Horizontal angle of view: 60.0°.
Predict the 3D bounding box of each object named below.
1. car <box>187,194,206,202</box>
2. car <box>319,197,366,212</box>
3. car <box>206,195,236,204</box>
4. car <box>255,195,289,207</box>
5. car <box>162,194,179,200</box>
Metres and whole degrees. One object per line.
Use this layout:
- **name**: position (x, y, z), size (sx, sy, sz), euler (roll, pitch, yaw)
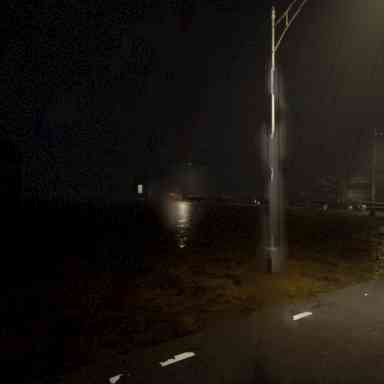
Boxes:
- **car**: position (1.267, 1.136, 63.697), size (2.033, 1.411, 5.357), euler (2, -1, -35)
- **car**: position (16.303, 1.292, 36.124), size (1.837, 1.490, 4.892), euler (2, 0, -35)
- **car**: position (4.776, 1.174, 52.381), size (1.895, 1.301, 4.718), euler (2, -1, -35)
- **car**: position (10.547, 1.177, 44.238), size (1.837, 1.490, 4.892), euler (2, 0, -35)
- **car**: position (-4.727, 1.122, 72.068), size (1.895, 1.301, 4.718), euler (2, -1, -35)
